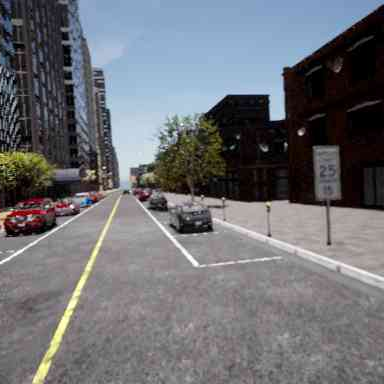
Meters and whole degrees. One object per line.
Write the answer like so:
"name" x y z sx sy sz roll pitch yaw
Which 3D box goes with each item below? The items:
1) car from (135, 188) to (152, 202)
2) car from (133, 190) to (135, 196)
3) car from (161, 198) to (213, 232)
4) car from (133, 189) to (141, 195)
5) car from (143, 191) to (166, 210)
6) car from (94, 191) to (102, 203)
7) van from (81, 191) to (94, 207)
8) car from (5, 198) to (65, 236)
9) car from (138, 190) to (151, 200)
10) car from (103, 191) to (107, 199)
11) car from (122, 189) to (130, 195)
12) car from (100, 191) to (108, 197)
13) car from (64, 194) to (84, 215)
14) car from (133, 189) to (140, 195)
"car" -6.872 0.397 49.599 2.192 1.841 5.009 -5 2 -11
"car" -12.348 -0.028 76.722 2.192 1.841 5.009 -5 2 -11
"car" -0.156 1.133 17.086 2.008 1.369 4.403 -5 2 -11
"car" -14.519 0.052 87.578 1.947 1.339 4.313 -5 2 -11
"car" -3.411 0.898 32.615 2.008 1.369 4.403 -5 2 -11
"car" -16.167 0.859 53.387 2.192 1.841 5.009 -5 2 -11
"van" -13.975 1.055 42.538 1.690 1.788 3.998 -5 2 -11
"car" -9.552 1.386 20.106 2.192 1.841 5.009 -5 2 -11
"car" -7.984 0.519 55.197 1.752 1.417 4.829 -5 2 -11
"car" -19.436 0.833 69.668 1.887 1.381 4.507 -5 2 -11
"car" -18.487 0.043 93.699 1.837 1.490 4.892 -4 2 -11
"car" -22.690 0.561 85.775 1.752 1.417 4.829 -5 2 -11
"car" -11.644 1.335 30.977 1.967 1.590 4.097 -5 2 -11
"car" -15.613 -0.017 93.003 1.802 1.307 4.206 -5 2 -11
